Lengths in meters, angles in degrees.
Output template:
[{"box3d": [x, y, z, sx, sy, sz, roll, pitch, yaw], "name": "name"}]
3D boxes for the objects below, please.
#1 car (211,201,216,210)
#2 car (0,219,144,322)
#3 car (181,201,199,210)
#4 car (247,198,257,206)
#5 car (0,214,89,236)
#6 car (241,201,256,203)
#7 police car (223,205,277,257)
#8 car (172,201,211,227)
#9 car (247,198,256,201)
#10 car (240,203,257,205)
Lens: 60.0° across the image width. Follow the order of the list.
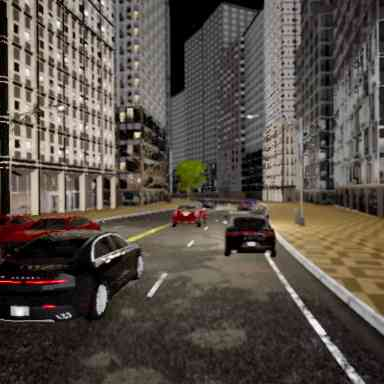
[{"box3d": [2.749, 2.135, 54.061, 2.033, 1.411, 5.357, 0, -1, 14], "name": "car"}, {"box3d": [-2.431, 1.611, 7.534, 1.837, 1.490, 4.892, -1, -1, 5], "name": "car"}, {"box3d": [-0.276, 2.215, 55.401, 1.895, 1.301, 4.718, 0, -1, 14], "name": "car"}, {"box3d": [12.600, 2.080, 70.093, 1.812, 1.442, 4.674, 0, -1, 9], "name": "car"}, {"box3d": [-5.315, 1.667, 13.252, 1.882, 1.535, 5.008, -1, -1, 7], "name": "car"}, {"box3d": [4.672, 1.790, 29.100, 1.882, 1.535, 5.008, 0, -1, 11], "name": "car"}, {"box3d": [2.304, 1.573, 13.790, 1.930, 1.638, 5.238, 0, -1, 7], "name": "police car"}, {"box3d": [-0.074, 1.648, 25.559, 2.097, 1.767, 4.553, 0, -1, 9], "name": "car"}, {"box3d": [7.843, 1.977, 47.357, 1.882, 1.535, 5.008, 0, -1, 14], "name": "car"}, {"box3d": [3.657, 1.757, 23.335, 1.837, 1.490, 4.892, 0, -1, 9], "name": "car"}]
